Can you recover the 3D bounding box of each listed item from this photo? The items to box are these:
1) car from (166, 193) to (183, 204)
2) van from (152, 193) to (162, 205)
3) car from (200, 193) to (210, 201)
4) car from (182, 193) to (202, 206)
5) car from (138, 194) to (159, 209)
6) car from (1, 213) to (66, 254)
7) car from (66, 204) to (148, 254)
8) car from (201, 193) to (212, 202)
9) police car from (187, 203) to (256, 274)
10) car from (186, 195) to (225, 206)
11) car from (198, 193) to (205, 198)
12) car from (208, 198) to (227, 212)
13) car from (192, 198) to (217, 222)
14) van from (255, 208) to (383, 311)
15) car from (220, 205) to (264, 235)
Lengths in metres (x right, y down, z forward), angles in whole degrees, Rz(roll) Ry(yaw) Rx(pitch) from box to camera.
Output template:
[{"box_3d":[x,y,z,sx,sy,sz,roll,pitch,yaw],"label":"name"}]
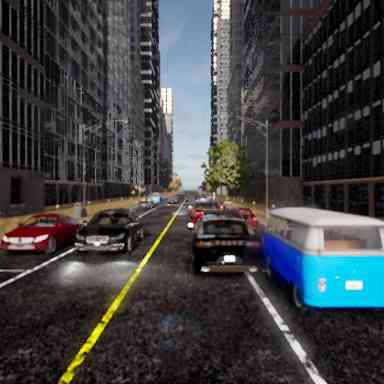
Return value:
[{"box_3d":[-3.091,1.261,54.555,2.033,1.411,5.357,0,0,0],"label":"car"},{"box_3d":[-5.697,1.065,52.908,1.690,1.788,3.998,0,0,0],"label":"van"},{"box_3d":[2.681,1.053,69.983,1.967,1.590,4.097,0,0,0],"label":"car"},{"box_3d":[0.002,1.249,47.191,2.128,1.511,4.902,0,0,0],"label":"car"},{"box_3d":[-5.695,1.341,41.524,2.008,1.369,4.403,0,0,0],"label":"car"},{"box_3d":[-5.692,1.516,13.062,1.802,1.307,4.206,0,0,0],"label":"car"},{"box_3d":[-3.101,1.438,13.291,1.837,1.490,4.892,0,0,0],"label":"car"},{"box_3d":[2.683,1.090,64.291,1.967,1.590,4.097,0,0,0],"label":"car"},{"box_3d":[0.899,1.372,10.496,1.930,1.638,5.238,0,0,0],"label":"police car"},{"box_3d":[0.848,1.249,20.348,2.097,1.767,4.553,0,0,-1],"label":"car"},{"box_3d":[2.679,1.001,92.753,1.887,1.381,4.507,0,0,0],"label":"car"},{"box_3d":[2.686,1.402,35.830,1.802,1.307,4.206,0,0,0],"label":"car"},{"box_3d":[0.897,1.322,26.576,1.801,1.575,5.366,0,0,0],"label":"car"},{"box_3d":[2.690,1.304,7.367,1.690,1.788,3.998,0,0,0],"label":"van"},{"box_3d":[2.688,1.488,18.752,1.802,1.307,4.206,0,0,0],"label":"car"}]
